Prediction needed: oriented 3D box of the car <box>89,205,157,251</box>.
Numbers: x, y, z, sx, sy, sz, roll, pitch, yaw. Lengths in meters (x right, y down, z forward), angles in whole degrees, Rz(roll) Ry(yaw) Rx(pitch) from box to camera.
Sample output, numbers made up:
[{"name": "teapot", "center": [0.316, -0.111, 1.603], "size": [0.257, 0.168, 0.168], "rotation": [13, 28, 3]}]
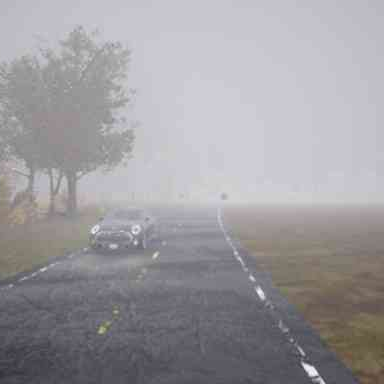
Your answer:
[{"name": "car", "center": [-2.839, 1.430, 14.533], "size": [2.097, 1.767, 4.553], "rotation": [0, 0, 2]}]

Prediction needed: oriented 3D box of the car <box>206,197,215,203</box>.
[{"name": "car", "center": [4.764, 1.961, 86.710], "size": [1.882, 1.535, 5.008], "rotation": [0, 0, 10]}]
